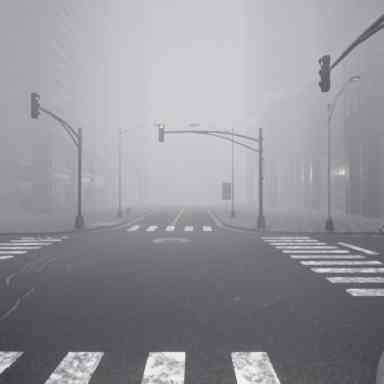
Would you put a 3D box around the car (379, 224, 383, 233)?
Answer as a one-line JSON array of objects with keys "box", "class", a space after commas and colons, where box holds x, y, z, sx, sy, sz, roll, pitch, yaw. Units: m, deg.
[{"box": [11.760, 1.561, 16.189, 4.829, 1.417, 1.752, 0, -1, 0], "class": "car"}]
